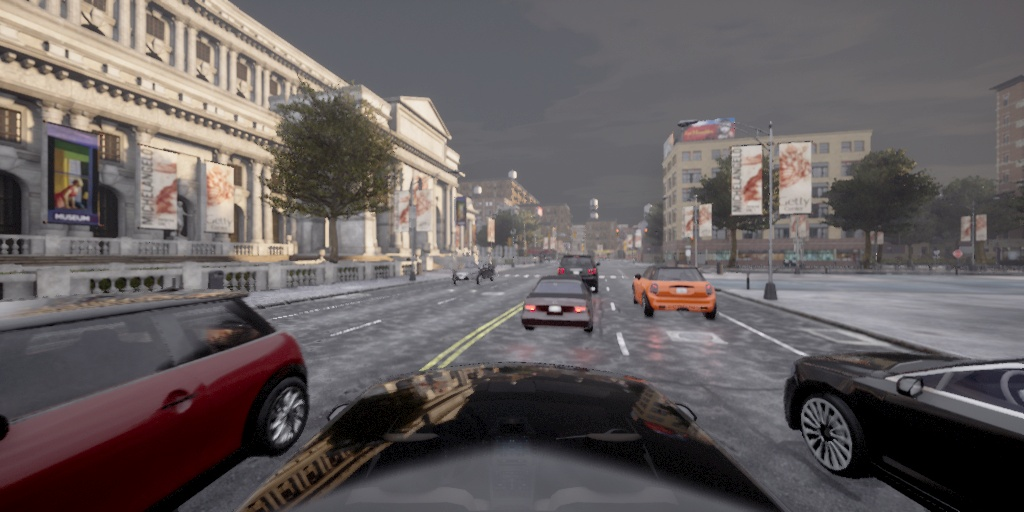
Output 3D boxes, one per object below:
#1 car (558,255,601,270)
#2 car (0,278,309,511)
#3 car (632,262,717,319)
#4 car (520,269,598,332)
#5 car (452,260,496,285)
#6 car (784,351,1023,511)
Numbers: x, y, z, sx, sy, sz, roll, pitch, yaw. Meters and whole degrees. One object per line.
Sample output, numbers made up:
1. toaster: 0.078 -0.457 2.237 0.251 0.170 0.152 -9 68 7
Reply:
1. car: 3.892 0.942 20.826 2.150 2.045 5.566 0 0 14
2. car: -3.399 1.101 2.091 2.097 1.767 4.553 0 0 3
3. car: 5.673 1.084 13.081 2.097 1.767 4.553 0 0 13
4. car: 1.509 1.283 10.859 2.033 1.411 5.357 0 0 12
5. car: -2.515 1.046 24.555 2.128 1.511 4.902 0 0 14
6. car: 3.740 1.239 1.796 2.128 1.511 4.902 0 0 2
